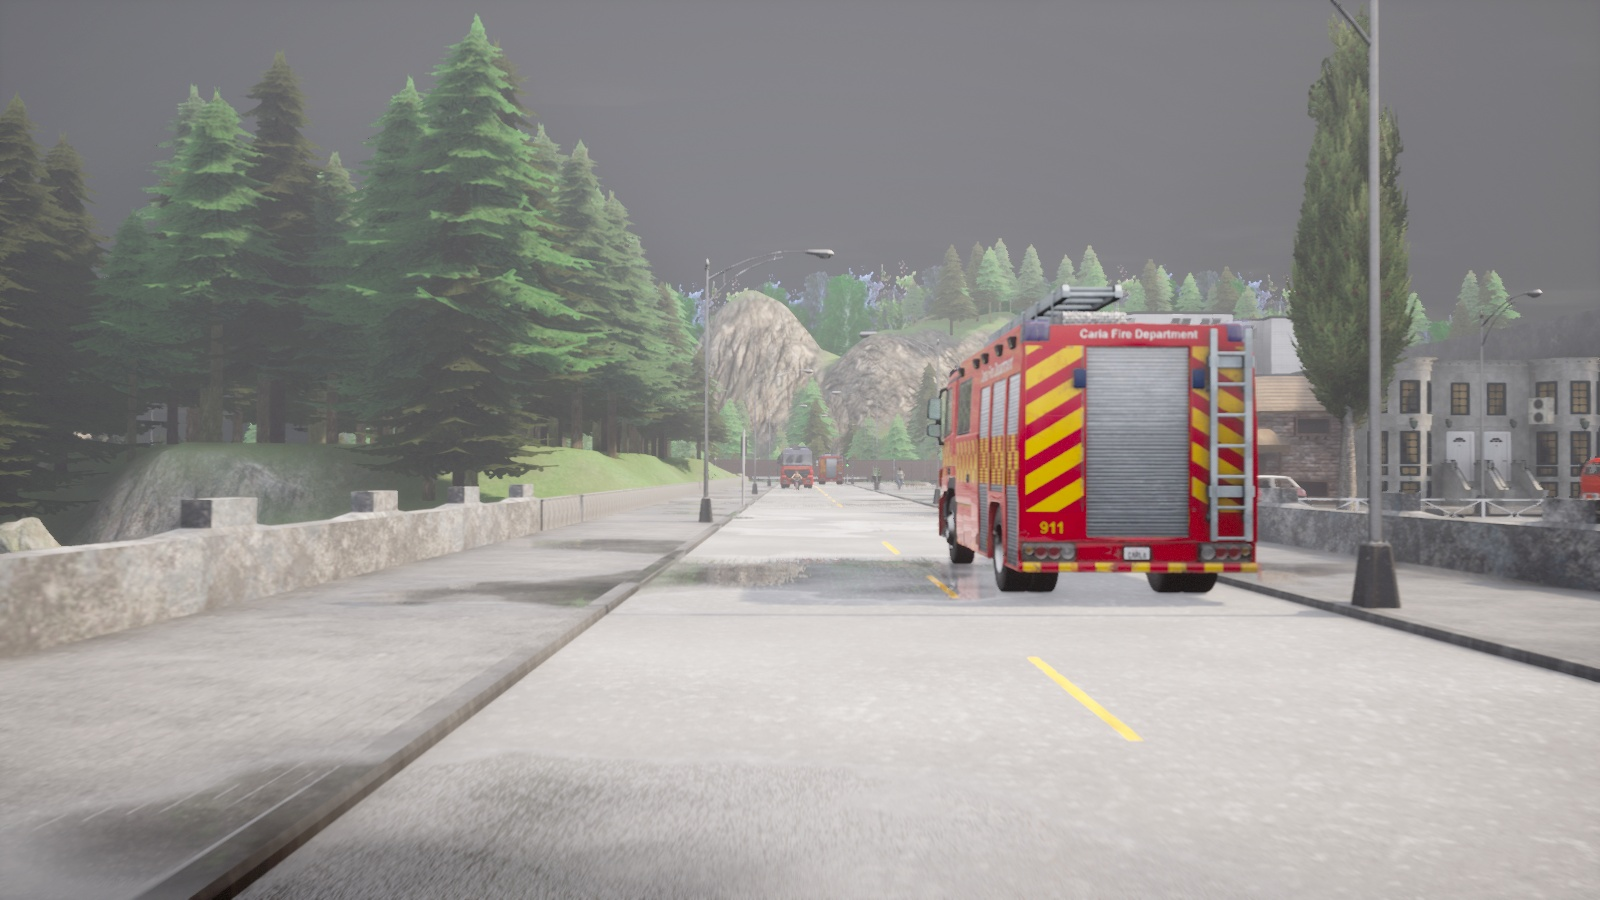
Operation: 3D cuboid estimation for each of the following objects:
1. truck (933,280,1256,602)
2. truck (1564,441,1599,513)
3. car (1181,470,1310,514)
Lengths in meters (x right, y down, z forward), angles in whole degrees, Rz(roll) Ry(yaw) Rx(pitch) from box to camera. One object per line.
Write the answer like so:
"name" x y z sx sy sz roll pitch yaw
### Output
"truck" 3.951 -0.045 19.160 2.891 3.827 8.468 0 -1 0
"truck" 30.100 0.948 43.890 5.204 2.467 2.627 0 -1 0
"car" 15.506 1.452 43.840 3.806 1.475 1.970 0 -1 0
